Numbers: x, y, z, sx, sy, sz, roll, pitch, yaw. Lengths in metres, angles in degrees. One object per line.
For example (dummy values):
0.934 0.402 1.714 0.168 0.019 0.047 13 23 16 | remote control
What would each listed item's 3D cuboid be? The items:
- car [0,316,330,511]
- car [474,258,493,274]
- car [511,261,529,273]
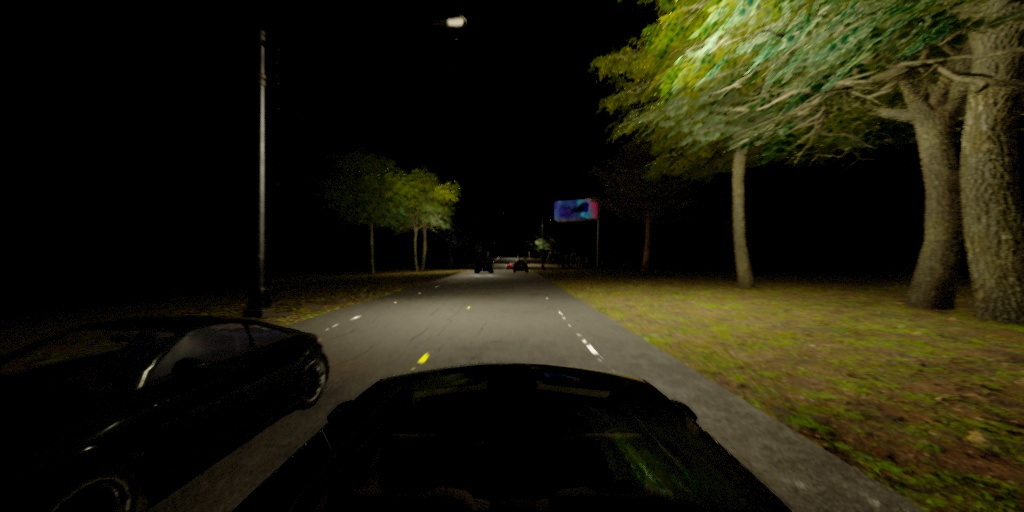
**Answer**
-3.599 1.328 3.433 1.994 1.385 4.181 0 -1 0 | car
-3.576 1.266 46.336 2.150 2.045 5.566 0 -1 0 | car
1.211 1.456 50.681 2.097 1.767 4.553 0 -1 0 | car
